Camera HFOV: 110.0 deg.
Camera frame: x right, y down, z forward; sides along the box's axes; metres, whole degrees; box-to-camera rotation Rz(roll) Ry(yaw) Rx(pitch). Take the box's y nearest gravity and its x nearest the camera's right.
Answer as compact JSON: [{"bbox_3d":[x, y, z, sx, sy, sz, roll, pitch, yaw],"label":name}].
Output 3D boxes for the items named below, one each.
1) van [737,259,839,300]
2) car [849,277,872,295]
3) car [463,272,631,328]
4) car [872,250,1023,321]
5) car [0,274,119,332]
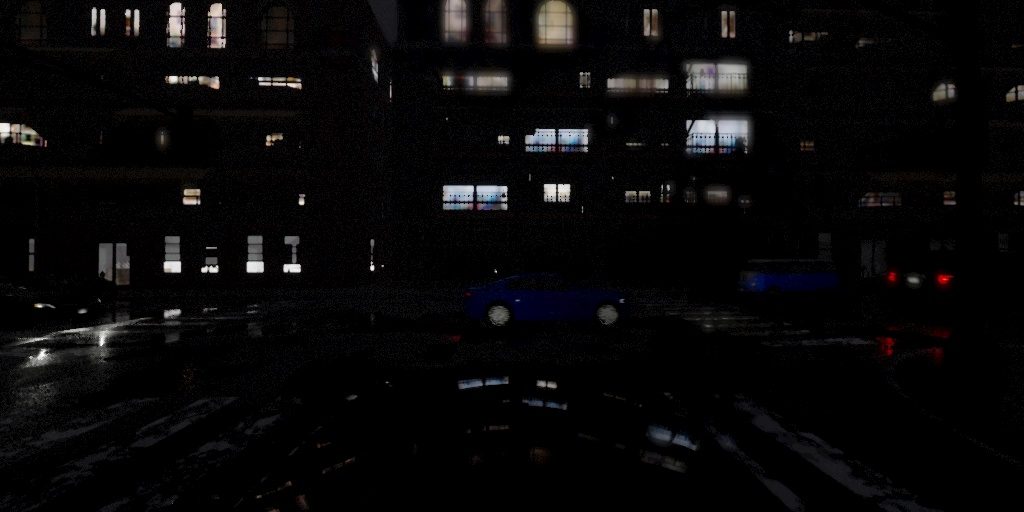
[{"bbox_3d":[12.690,1.039,16.594,3.998,1.789,1.690,0,0,-2],"label":"van"},{"bbox_3d":[18.328,1.245,16.761,4.207,1.307,1.802,0,0,-2],"label":"car"},{"bbox_3d":[1.036,1.237,10.936,5.008,1.535,1.882,0,0,-2],"label":"car"},{"bbox_3d":[15.322,0.852,11.366,5.566,2.045,2.150,0,-1,-2],"label":"car"},{"bbox_3d":[-14.943,1.351,10.471,4.674,1.442,1.812,0,-1,-2],"label":"car"}]
